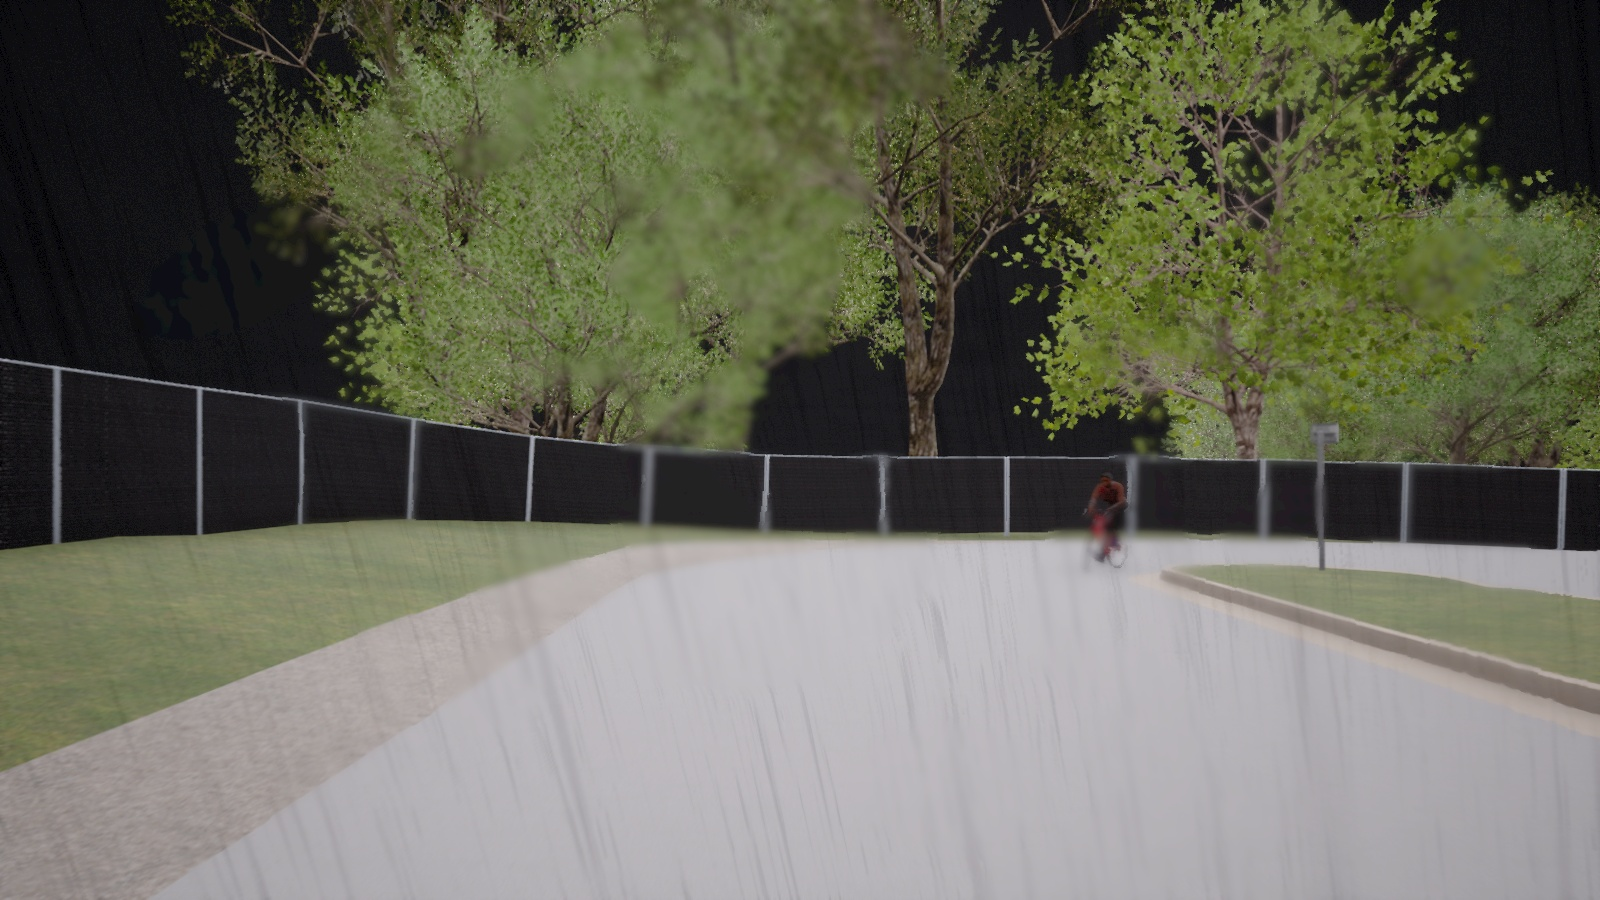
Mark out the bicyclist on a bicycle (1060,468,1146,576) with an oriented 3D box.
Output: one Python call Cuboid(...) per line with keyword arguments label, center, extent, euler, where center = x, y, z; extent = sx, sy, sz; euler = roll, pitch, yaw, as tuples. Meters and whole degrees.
Cuboid(label="bicyclist on a bicycle", center=(4.881, 1.119, 20.159), extent=(0.582, 1.620, 1.656), euler=(4, 2, 40))
